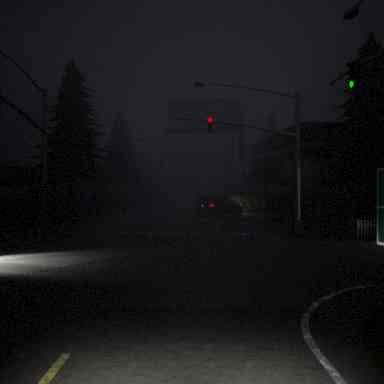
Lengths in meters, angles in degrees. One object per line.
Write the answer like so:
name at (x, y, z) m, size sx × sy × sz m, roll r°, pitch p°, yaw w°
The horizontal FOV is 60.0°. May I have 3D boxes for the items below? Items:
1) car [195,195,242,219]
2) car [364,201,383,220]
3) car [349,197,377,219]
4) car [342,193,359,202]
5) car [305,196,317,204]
car at (2.566, 1.352, 31.090) m, size 2.150 × 2.045 × 5.566 m, roll 0°, pitch -1°, yaw 37°
car at (18.718, 1.672, 30.616) m, size 4.611 × 1.667 × 2.242 m, roll 0°, pitch 0°, yaw 0°
car at (14.387, 1.505, 24.949) m, size 3.866 × 1.878 × 1.905 m, roll 0°, pitch 0°, yaw 0°
car at (34.960, 1.490, 71.792) m, size 2.007 × 1.523 × 4.514 m, roll 0°, pitch 0°, yaw 0°
car at (22.550, 1.553, 64.010) m, size 1.970 × 1.475 × 3.806 m, roll 0°, pitch 0°, yaw 0°
